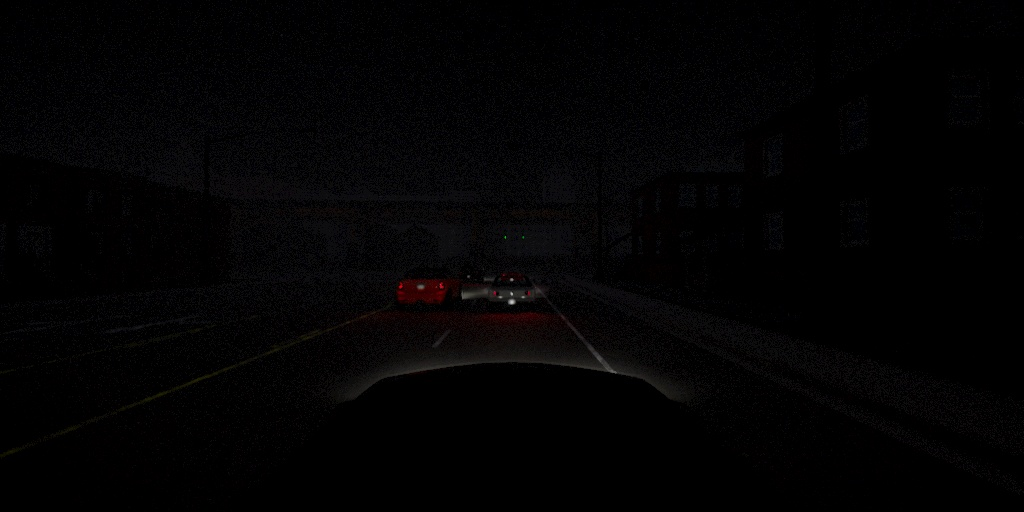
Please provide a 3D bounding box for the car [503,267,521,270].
[{"bbox_3d":[0.007,1.633,30.942,1.895,1.301,4.718,0,-1,1],"label":"car"}]

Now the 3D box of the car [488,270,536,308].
[{"bbox_3d":[-0.004,1.488,15.942,1.895,1.301,4.718,0,-1,0],"label":"car"}]

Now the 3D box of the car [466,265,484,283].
[{"bbox_3d":[-3.528,1.514,31.312,1.882,1.535,5.008,0,0,-1],"label":"car"}]

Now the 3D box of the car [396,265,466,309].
[{"bbox_3d":[-3.506,1.235,15.906,2.097,1.767,4.553,0,-1,0],"label":"car"}]
